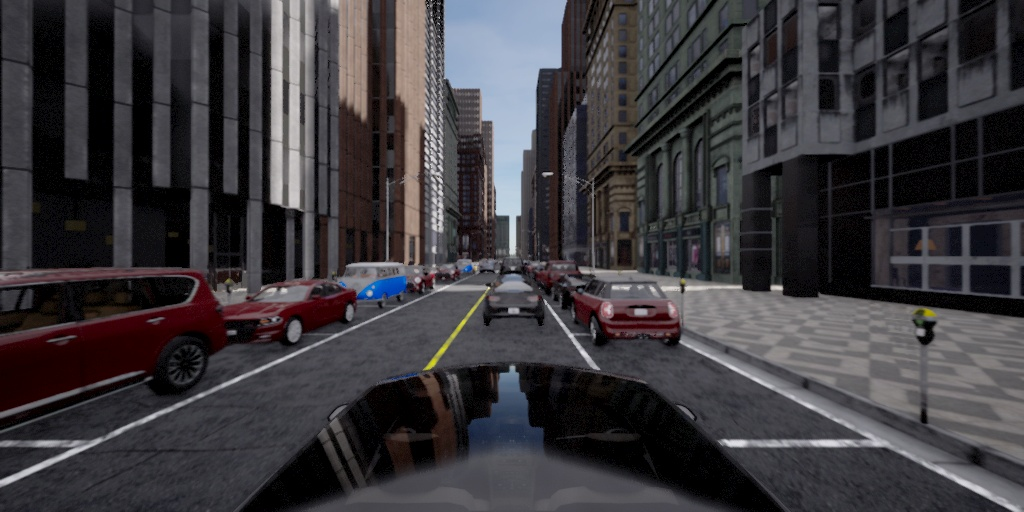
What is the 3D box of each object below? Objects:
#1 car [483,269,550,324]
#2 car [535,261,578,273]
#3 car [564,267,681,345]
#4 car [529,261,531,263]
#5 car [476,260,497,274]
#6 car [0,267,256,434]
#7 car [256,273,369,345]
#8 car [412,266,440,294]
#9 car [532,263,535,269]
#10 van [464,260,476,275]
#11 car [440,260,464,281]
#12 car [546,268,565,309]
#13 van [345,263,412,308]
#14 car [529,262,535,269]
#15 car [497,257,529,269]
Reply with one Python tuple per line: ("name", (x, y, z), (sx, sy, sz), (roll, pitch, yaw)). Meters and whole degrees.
("car", (0.069, 1.336, 12.071), (1.812, 1.442, 4.674), (0, 0, 1))
("car", (2.762, 1.177, 20.884), (2.192, 1.841, 5.009), (0, 0, 0))
("car", (2.763, 1.236, 9.610), (1.967, 1.591, 4.097), (0, 0, 0))
("car", (2.762, 1.435, 43.427), (1.967, 1.591, 4.097), (0, 0, 0))
("car", (-3.095, 1.558, 45.941), (2.033, 1.411, 5.357), (0, 0, 0))
("car", (-5.762, 1.078, 3.964), (2.192, 1.841, 5.009), (0, 0, 0))
("car", (-5.763, 1.342, 9.601), (1.888, 1.381, 4.507), (0, 0, 0))
("car", (-5.763, 1.302, 20.874), (1.967, 1.591, 4.097), (0, 0, 0))
("car", (2.762, 1.441, 26.520), (1.888, 1.381, 4.507), (0, 0, 0))
("van", (-5.764, 1.336, 43.420), (1.690, 1.789, 3.998), (0, 0, 0))
("car", (-5.763, 1.368, 32.147), (1.967, 1.591, 4.097), (0, 0, 0))
("car", (2.762, 1.395, 15.247), (1.948, 1.339, 4.313), (0, 0, 0))
("van", (-5.763, 1.170, 15.237), (1.690, 1.789, 3.998), (0, 0, 0))
("car", (2.762, 1.494, 32.156), (1.948, 1.339, 4.313), (0, 0, 0))
("car", (0.085, 1.141, 30.738), (2.150, 2.045, 5.566), (0, 0, 0))
